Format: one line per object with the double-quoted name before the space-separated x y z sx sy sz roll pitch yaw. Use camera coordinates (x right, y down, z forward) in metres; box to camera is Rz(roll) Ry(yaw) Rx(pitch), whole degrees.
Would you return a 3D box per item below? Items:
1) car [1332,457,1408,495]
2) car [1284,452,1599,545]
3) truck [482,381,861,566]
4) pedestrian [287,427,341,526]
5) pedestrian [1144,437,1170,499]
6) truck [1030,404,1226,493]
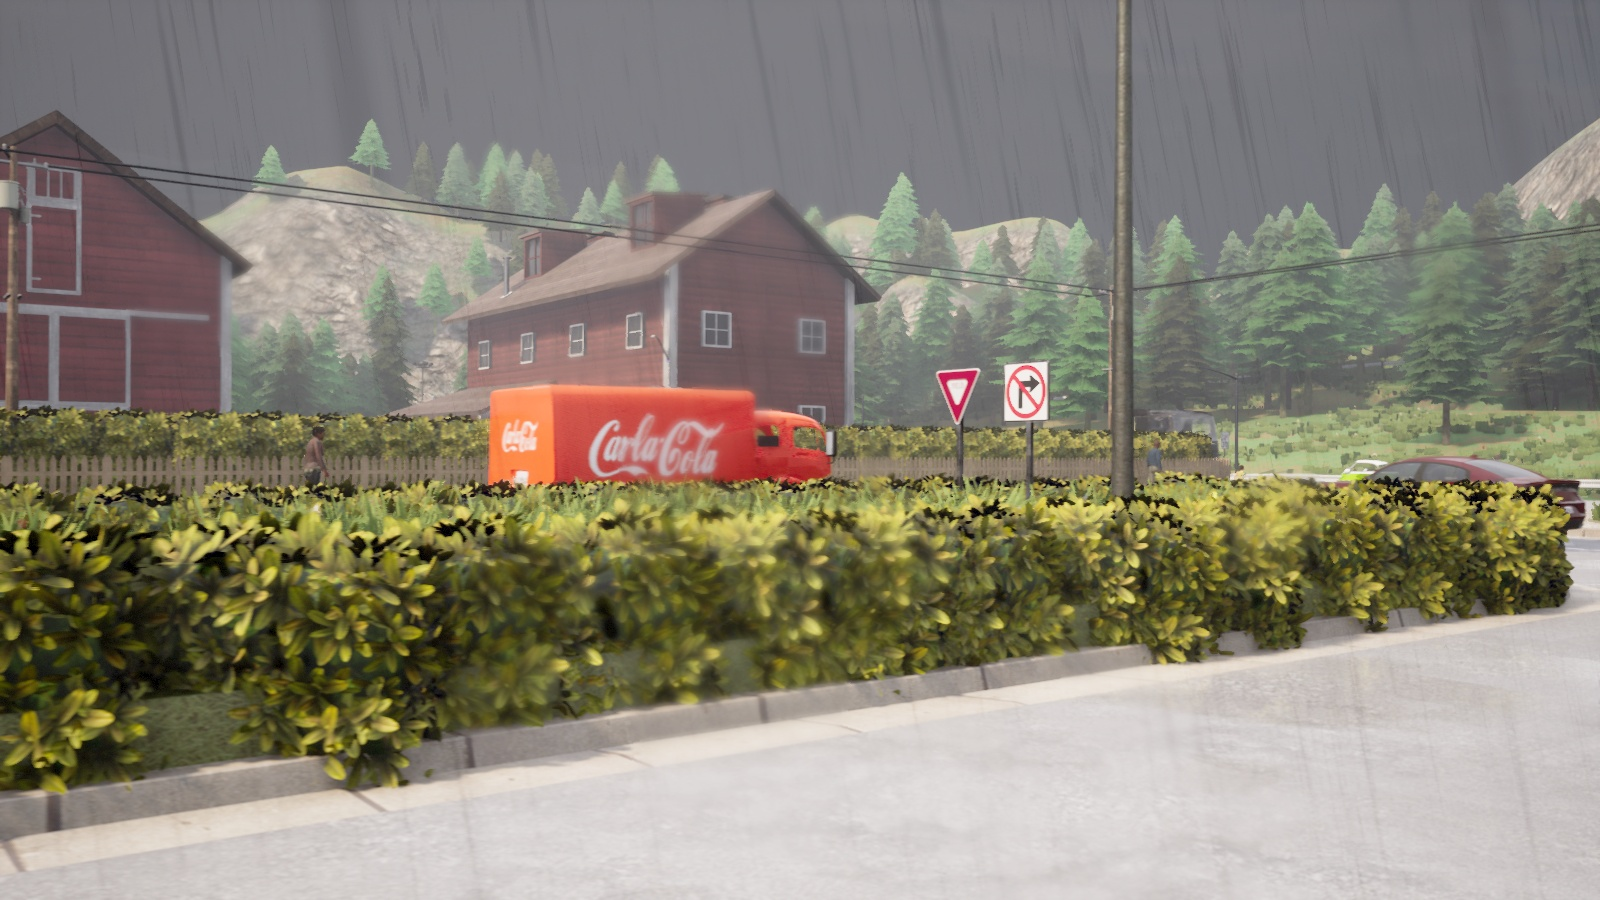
"car" 21.657 0.967 47.749 1.481 1.376 2.207 0 0 -36
"car" 11.649 0.803 23.218 1.882 1.535 5.008 0 0 -29
"truck" -1.915 0.330 19.385 5.204 2.467 2.627 0 0 -36
"pedestrian" -9.051 0.491 23.390 0.869 1.805 0.328 0 0 -39
"pedestrian" 10.703 0.535 37.677 0.726 1.835 0.370 0 0 -34
"truck" 13.620 -0.047 52.887 2.891 3.462 7.936 0 0 -36
